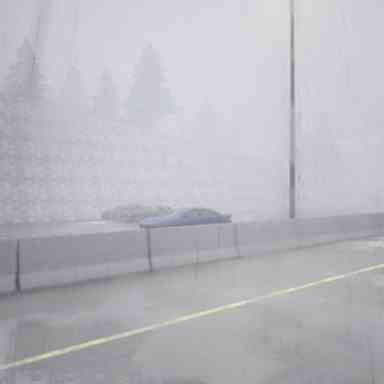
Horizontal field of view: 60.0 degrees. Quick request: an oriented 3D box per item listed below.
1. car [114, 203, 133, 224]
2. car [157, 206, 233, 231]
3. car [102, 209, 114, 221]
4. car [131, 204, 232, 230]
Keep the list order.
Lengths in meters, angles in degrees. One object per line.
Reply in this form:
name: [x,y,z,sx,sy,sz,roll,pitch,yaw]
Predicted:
car: [-2.773,1.638,23.556,4.718,1.301,1.895,0,0,-36]
car: [0.252,1.633,21.420,4.718,1.301,1.895,0,0,-36]
car: [-4.941,1.607,26.307,4.181,1.385,1.994,0,0,-36]
car: [-0.259,1.503,16.742,5.008,1.535,1.882,0,0,-36]
